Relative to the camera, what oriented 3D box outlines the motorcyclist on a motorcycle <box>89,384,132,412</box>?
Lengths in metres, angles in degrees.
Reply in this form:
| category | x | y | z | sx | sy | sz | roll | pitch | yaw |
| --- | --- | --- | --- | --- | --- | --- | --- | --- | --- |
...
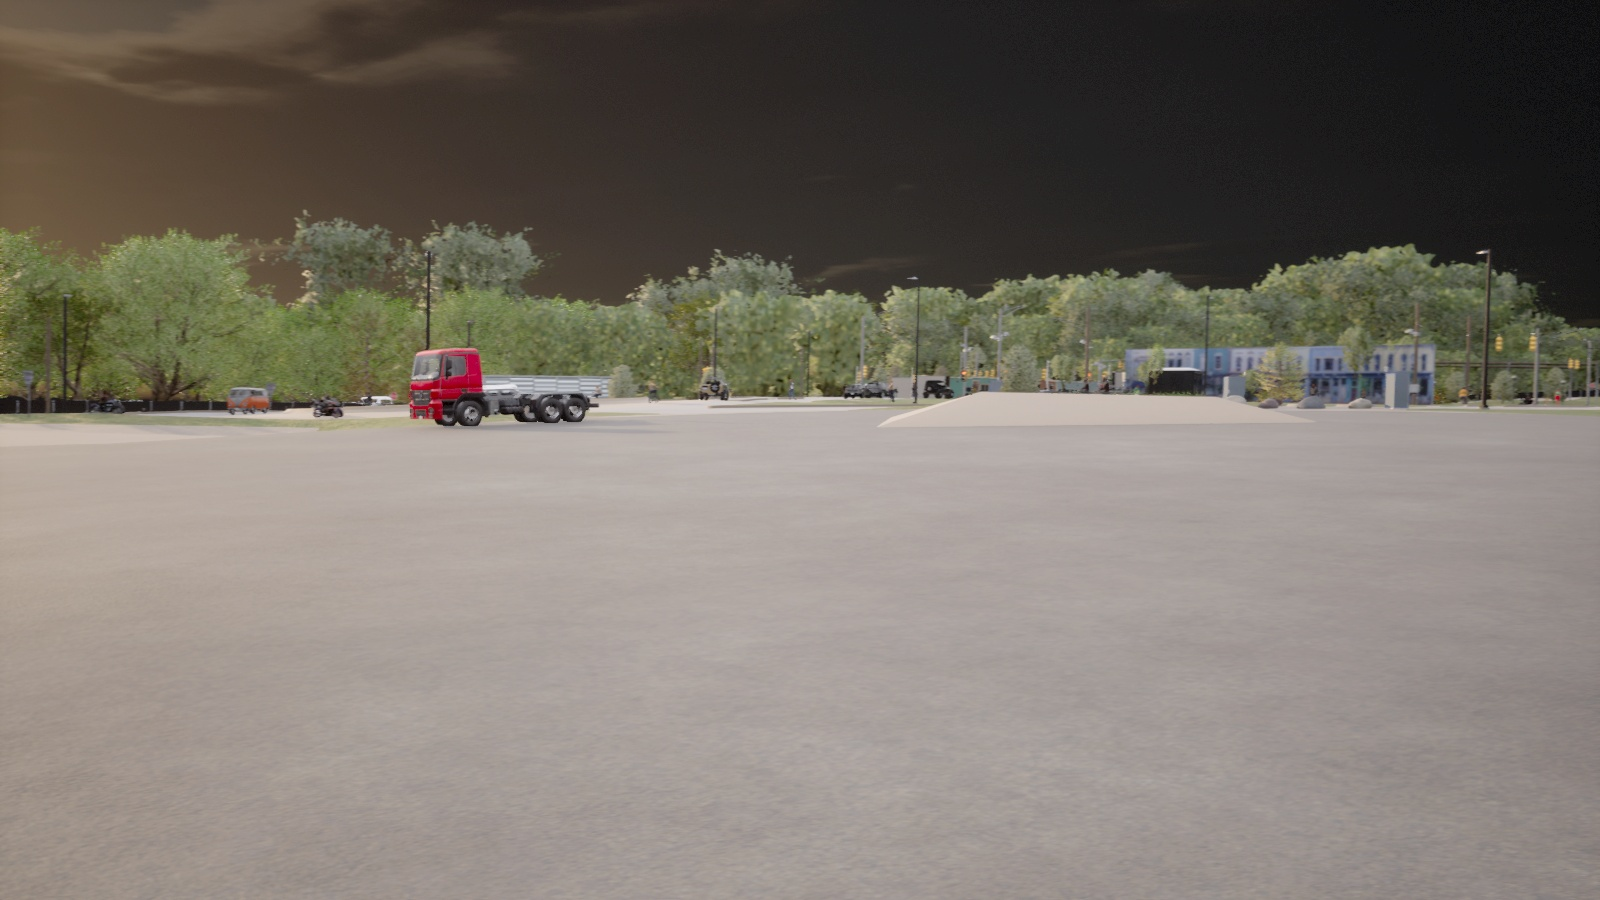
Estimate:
| category | x | y | z | sx | sy | sz | roll | pitch | yaw |
| --- | --- | --- | --- | --- | --- | --- | --- | --- | --- |
| motorcyclist on a motorcycle | -42.342 | -3.178 | 77.098 | 2.350 | 1.649 | 0.766 | 2 | 2 | 12 |

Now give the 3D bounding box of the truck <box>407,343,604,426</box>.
| category | x | y | z | sx | sy | sz | roll | pitch | yaw |
| --- | --- | --- | --- | --- | --- | --- | --- | --- | --- |
| truck | -12.953 | -2.946 | 55.778 | 7.936 | 3.462 | 2.891 | -4 | 4 | -39 |

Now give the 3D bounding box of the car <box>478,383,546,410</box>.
| category | x | y | z | sx | sy | sz | roll | pitch | yaw |
| --- | --- | --- | --- | --- | --- | --- | --- | --- | --- |
| car | -17.915 | -3.342 | 78.082 | 3.806 | 1.475 | 1.970 | -3 | 7 | -20 |

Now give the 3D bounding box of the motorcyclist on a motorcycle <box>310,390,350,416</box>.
| category | x | y | z | sx | sy | sz | roll | pitch | yaw |
| --- | --- | --- | --- | --- | --- | --- | --- | --- | --- |
| motorcyclist on a motorcycle | -28.951 | -2.892 | 77.392 | 2.191 | 1.530 | 0.866 | 2 | 7 | 19 |
